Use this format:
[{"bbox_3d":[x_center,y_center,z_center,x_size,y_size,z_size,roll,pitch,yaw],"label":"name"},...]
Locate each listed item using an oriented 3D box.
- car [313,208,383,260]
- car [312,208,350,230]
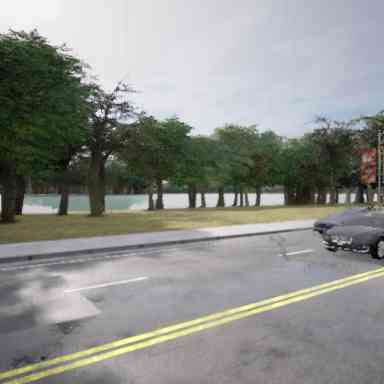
[{"bbox_3d":[6.994,1.511,12.662,4.892,1.490,1.837,0,0,-35],"label":"car"},{"bbox_3d":[8.782,1.556,17.908,5.357,1.411,2.033,0,0,-35],"label":"car"}]
